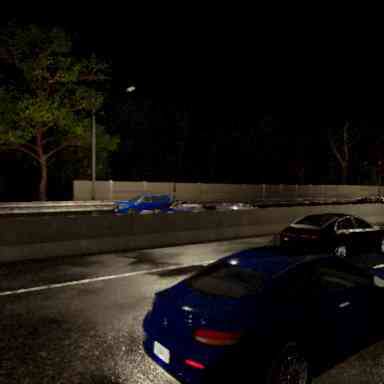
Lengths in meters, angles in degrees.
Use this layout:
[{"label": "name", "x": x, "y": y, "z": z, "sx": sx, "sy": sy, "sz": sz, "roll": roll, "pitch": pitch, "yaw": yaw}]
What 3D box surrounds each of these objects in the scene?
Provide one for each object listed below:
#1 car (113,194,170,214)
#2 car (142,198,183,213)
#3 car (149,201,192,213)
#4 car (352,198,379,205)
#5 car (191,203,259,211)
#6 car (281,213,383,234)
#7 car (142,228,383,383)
[{"label": "car", "x": -4.346, "y": 1.228, "z": 30.444, "sx": 5.566, "sy": 2.045, "sz": 2.150, "roll": 0, "pitch": 0, "yaw": -38}, {"label": "car", "x": -1.443, "y": 1.513, "z": 28.768, "sx": 4.892, "sy": 1.490, "sz": 1.837, "roll": 0, "pitch": 0, "yaw": -36}, {"label": "car", "x": -0.537, "y": 1.609, "z": 25.114, "sx": 4.718, "sy": 1.301, "sz": 1.895, "roll": 0, "pitch": 0, "yaw": -36}, {"label": "car", "x": 28.337, "y": 1.619, "z": 54.244, "sx": 5.357, "sy": 1.411, "sz": 2.033, "roll": 0, "pitch": 0, "yaw": -35}, {"label": "car", "x": 2.744, "y": 1.502, "z": 23.155, "sx": 4.902, "sy": 1.511, "sz": 2.128, "roll": 0, "pitch": 0, "yaw": -35}, {"label": "car", "x": 5.161, "y": 1.512, "z": 11.736, "sx": 4.892, "sy": 1.490, "sz": 1.837, "roll": 0, "pitch": 0, "yaw": -36}, {"label": "car", "x": 1.555, "y": 1.528, "z": 4.865, "sx": 4.674, "sy": 1.442, "sz": 1.812, "roll": 0, "pitch": 0, "yaw": -35}]
